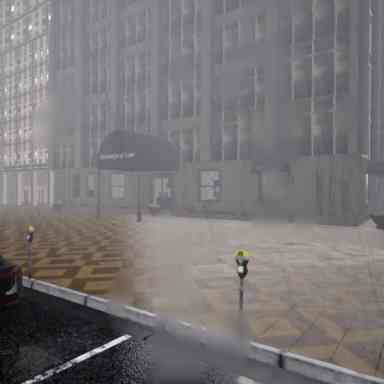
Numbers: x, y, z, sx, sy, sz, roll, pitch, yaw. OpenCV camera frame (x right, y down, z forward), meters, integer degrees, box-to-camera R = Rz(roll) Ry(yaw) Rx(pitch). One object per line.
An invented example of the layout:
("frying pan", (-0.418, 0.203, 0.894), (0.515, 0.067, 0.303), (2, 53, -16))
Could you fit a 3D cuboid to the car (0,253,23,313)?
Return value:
("car", (-4.978, 1.564, 6.443), (4.313, 1.339, 1.947), (0, 1, 36))
